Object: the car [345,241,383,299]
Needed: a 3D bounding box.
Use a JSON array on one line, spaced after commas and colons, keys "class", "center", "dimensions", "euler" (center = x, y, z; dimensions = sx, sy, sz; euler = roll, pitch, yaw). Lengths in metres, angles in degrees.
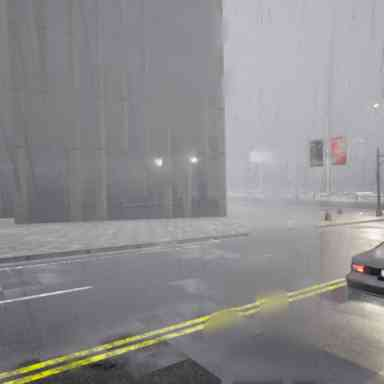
[{"class": "car", "center": [5.615, 1.540, 7.511], "dimensions": [5.357, 1.411, 2.033], "euler": [0, 0, -36]}]
